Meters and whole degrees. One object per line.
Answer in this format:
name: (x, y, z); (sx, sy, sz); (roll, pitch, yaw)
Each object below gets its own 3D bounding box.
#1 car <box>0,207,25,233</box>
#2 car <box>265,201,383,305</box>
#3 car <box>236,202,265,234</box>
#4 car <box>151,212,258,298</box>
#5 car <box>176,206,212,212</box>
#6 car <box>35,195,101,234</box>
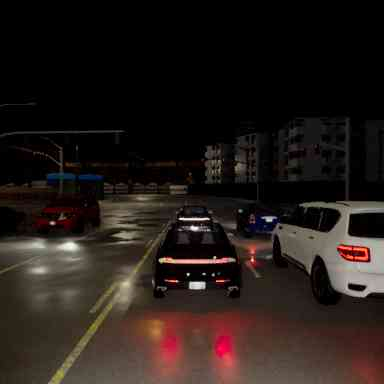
car: (-10.520, 1.487, 17.045); (1.882, 1.535, 5.008); (0, 0, 1)
car: (3.594, 1.220, 8.240); (2.150, 2.045, 5.566); (0, 0, 0)
car: (3.609, 1.328, 17.663); (2.097, 1.767, 4.553); (0, 0, 0)
car: (0.102, 1.499, 8.527); (2.128, 1.511, 4.902); (0, 0, 0)
car: (0.111, 1.473, 17.940); (2.128, 1.511, 4.902); (0, 0, 0)
car: (-6.994, 1.202, 19.438); (2.150, 2.045, 5.566); (0, 0, 0)
